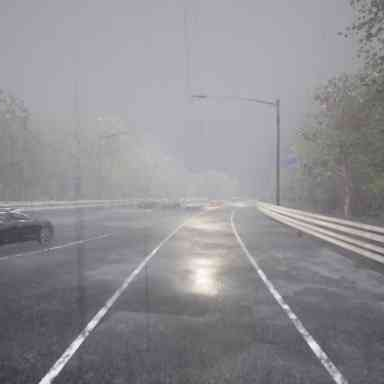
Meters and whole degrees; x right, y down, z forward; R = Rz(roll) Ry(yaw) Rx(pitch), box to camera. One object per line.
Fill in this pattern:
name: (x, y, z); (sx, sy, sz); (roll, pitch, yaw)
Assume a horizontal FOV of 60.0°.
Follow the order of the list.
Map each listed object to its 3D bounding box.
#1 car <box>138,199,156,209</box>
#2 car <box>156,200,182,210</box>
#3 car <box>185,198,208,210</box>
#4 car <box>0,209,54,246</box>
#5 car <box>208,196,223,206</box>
car: (-6.325, 1.764, 48.664); (2.128, 1.511, 4.902); (0, -1, 13)
car: (-2.932, 1.830, 47.799); (2.033, 1.411, 5.357); (0, -1, 13)
car: (0.470, 1.895, 47.002); (1.895, 1.301, 4.718); (0, -1, 13)
car: (-7.367, 1.403, 12.776); (2.128, 1.511, 4.902); (1, -1, 13)
car: (4.850, 1.876, 66.111); (2.097, 1.767, 4.553); (0, -1, 13)
